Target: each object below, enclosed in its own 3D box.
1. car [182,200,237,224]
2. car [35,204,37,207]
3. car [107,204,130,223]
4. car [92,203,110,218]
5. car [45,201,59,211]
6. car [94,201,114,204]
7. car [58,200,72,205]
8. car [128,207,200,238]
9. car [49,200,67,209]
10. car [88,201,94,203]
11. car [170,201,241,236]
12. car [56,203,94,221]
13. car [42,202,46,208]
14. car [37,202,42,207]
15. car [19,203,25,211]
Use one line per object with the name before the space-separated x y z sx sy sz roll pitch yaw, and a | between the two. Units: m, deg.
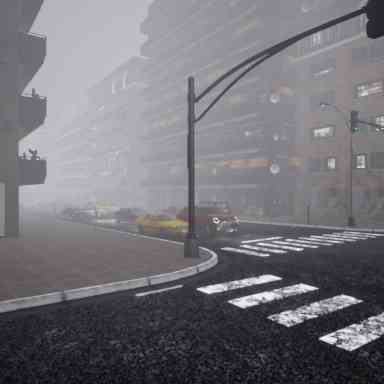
car | 1.433 1.713 29.622 2.192 1.841 5.009 -1 0 -36
car | -38.565 3.168 84.561 1.947 1.339 4.313 -1 0 -36
car | -5.141 2.017 28.901 2.033 1.411 5.357 0 -1 -36
car | -11.190 2.255 37.220 1.895 1.301 4.718 0 -1 -36
car | -25.285 2.755 61.994 1.895 1.301 4.718 0 -1 -36
car | -12.441 2.290 49.539 1.801 1.575 5.366 0 -1 -36
car | -19.605 2.530 54.197 2.033 1.411 5.357 0 -1 -36
car | -1.837 1.833 19.942 1.752 1.417 4.829 -1 0 -36
car | -28.574 2.623 70.824 2.192 1.841 5.009 -1 0 -36
car | -16.464 2.307 55.000 2.097 1.767 4.553 0 -1 -36
car | 0.891 1.635 20.630 2.097 1.767 4.553 0 -1 -36
car | -11.940 2.163 33.814 1.887 1.381 4.507 -1 0 -36
car | -31.901 2.972 75.401 1.947 1.339 4.313 -1 0 -36
car | -35.236 3.049 79.980 1.887 1.381 4.507 -1 0 -36
car | -31.946 2.769 61.283 1.887 1.381 4.507 -1 0 -36
